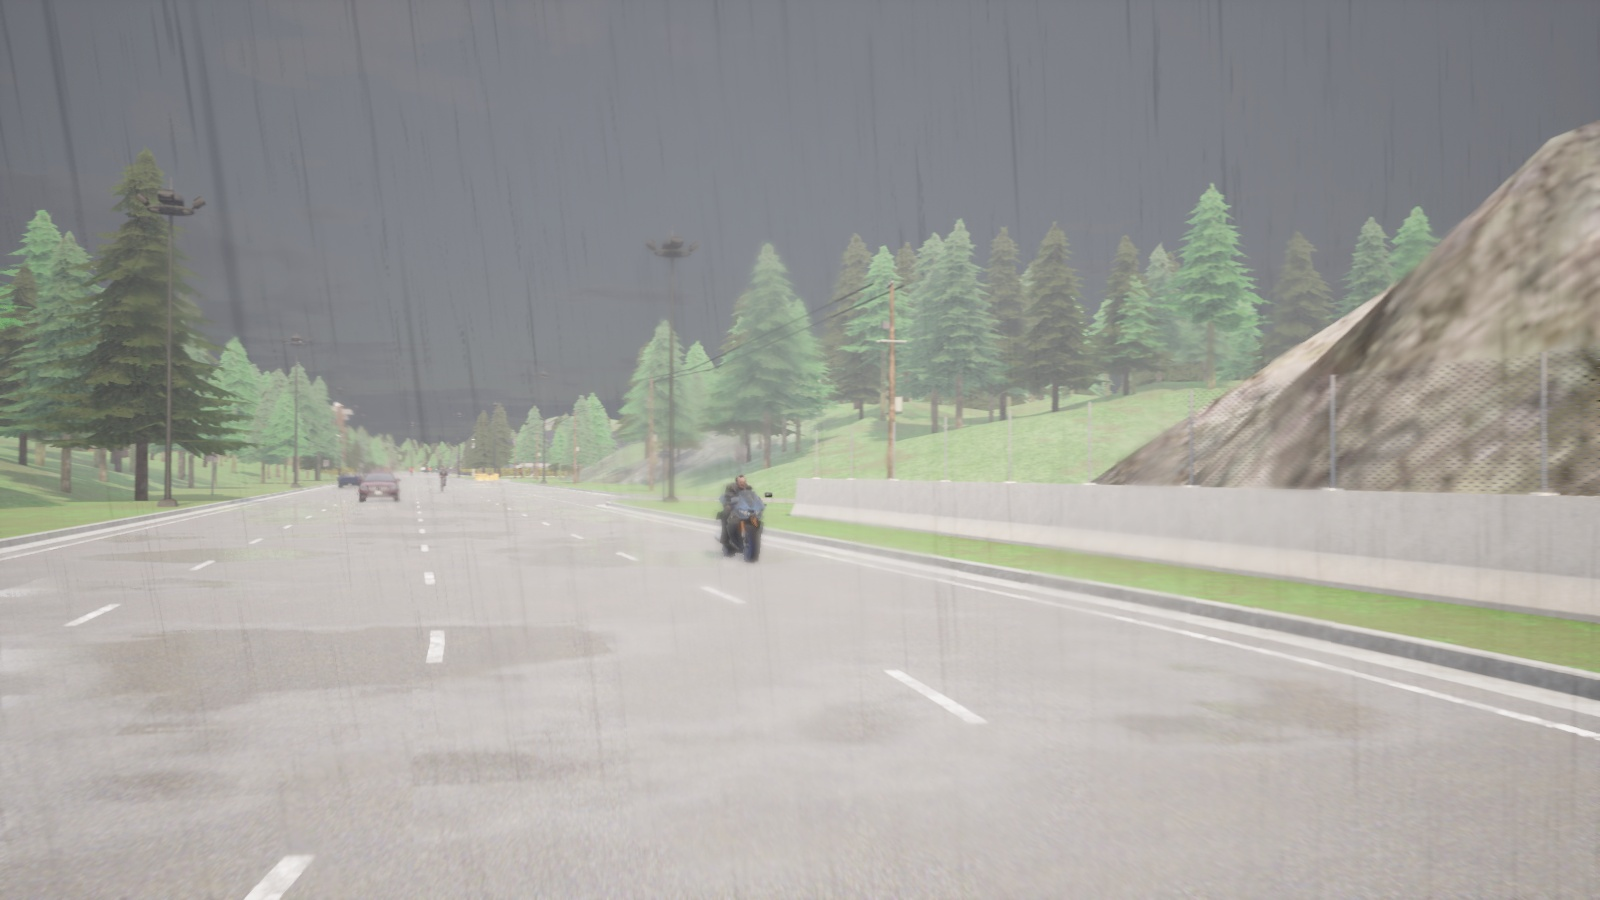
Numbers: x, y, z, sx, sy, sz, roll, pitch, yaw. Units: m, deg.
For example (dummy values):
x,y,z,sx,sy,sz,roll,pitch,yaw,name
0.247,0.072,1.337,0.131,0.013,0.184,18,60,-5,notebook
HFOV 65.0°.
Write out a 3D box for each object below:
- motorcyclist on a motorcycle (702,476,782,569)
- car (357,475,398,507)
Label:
x,y,z,sx,sy,sz,roll,pitch,yaw,name
-1.036,1.222,21.945,0.866,1.530,2.191,0,-1,-17,motorcyclist on a motorcycle
-20.566,1.970,61.257,1.812,1.442,4.674,0,-1,-17,car
